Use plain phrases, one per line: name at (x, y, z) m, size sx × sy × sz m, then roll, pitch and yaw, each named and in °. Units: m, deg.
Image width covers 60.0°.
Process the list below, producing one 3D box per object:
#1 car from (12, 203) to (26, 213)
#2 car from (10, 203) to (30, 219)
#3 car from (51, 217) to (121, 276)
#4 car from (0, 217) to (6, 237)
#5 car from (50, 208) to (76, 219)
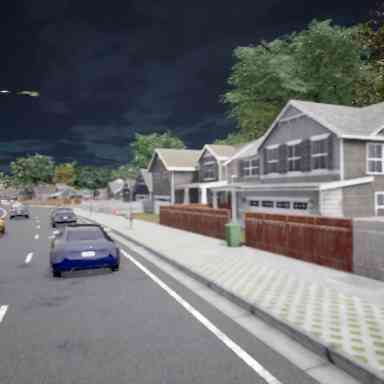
car at (-28.681, 2.568, 55.129) m, size 1.812 × 1.442 × 4.674 m, roll -1°, pitch -1°, yaw -30°
car at (-19.306, 2.274, 37.389) m, size 2.033 × 1.411 × 5.357 m, roll -1°, pitch -1°, yaw -26°
car at (-3.687, 1.765, 11.296) m, size 1.994 × 1.385 × 4.181 m, roll -1°, pitch -1°, yaw -22°
car at (-12.183, 1.883, 19.632) m, size 1.801 × 1.575 × 5.366 m, roll -1°, pitch -1°, yaw -24°
car at (-10.607, 2.032, 27.418) m, size 2.033 × 1.411 × 5.357 m, roll -1°, pitch -1°, yaw -25°
